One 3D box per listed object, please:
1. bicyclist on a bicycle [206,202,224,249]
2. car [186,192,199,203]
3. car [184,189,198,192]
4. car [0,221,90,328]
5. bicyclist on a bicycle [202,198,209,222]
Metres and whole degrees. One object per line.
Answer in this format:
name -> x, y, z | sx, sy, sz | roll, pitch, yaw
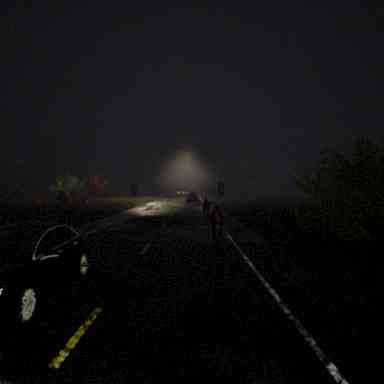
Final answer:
bicyclist on a bicycle -> 0.962, 1.333, 12.807 | 0.582, 1.620, 1.656 | 0, 0, 0
car -> 0.089, 1.069, 53.267 | 1.994, 1.385, 4.181 | 0, 1, 0
car -> -0.006, 0.331, 71.535 | 2.150, 2.045, 5.566 | 0, 2, 0
car -> -3.602, 1.439, 6.941 | 1.837, 1.490, 4.892 | 0, 1, 0
bicyclist on a bicycle -> 0.961, 1.245, 22.347 | 0.582, 1.620, 1.656 | 0, 0, 0
